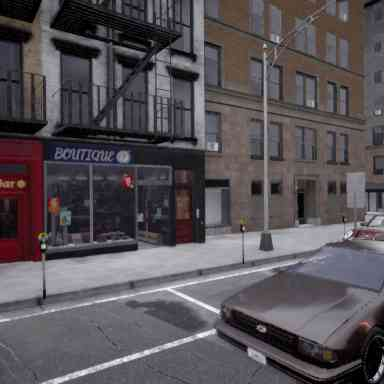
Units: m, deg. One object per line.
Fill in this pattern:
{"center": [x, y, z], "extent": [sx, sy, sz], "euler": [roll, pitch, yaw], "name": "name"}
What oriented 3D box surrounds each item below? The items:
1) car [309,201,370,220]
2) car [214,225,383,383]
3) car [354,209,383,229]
{"center": [13.916, 1.665, 31.696], "extent": [1.882, 1.535, 5.008], "euler": [-1, 0, -37], "name": "car"}
{"center": [2.929, 1.547, 5.477], "extent": [5.357, 1.411, 2.033], "euler": [0, 0, -36], "name": "car"}
{"center": [7.036, 1.442, 11.586], "extent": [4.097, 1.590, 1.967], "euler": [0, -1, -36], "name": "car"}
